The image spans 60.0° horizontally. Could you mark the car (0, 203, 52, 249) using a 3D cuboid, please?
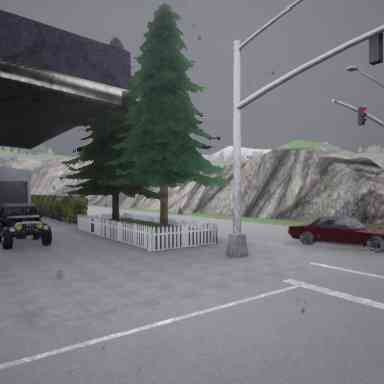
[{"bbox_3d":[-8.062,1.505,15.793,1.905,1.878,3.866,0,0,-37],"label":"car"}]

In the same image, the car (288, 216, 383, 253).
[{"bbox_3d":[6.748,1.757,14.612,1.895,1.301,4.718,0,-2,-42],"label":"car"}]
